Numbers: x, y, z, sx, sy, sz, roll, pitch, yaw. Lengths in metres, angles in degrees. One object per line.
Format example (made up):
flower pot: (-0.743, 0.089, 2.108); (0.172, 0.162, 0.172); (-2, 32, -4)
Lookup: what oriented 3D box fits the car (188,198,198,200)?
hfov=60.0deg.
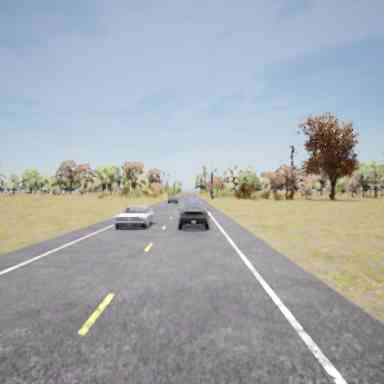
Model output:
car: (0.108, 1.490, 40.741); (2.033, 1.411, 5.357); (0, 0, 0)

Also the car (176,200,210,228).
car: (0.104, 1.475, 21.651); (1.837, 1.490, 4.892); (0, 0, 0)

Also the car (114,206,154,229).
car: (-3.596, 1.571, 21.290); (1.895, 1.301, 4.718); (0, 0, 0)

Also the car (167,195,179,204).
car: (-3.521, 1.389, 62.026); (1.882, 1.535, 5.008); (0, 0, 1)
